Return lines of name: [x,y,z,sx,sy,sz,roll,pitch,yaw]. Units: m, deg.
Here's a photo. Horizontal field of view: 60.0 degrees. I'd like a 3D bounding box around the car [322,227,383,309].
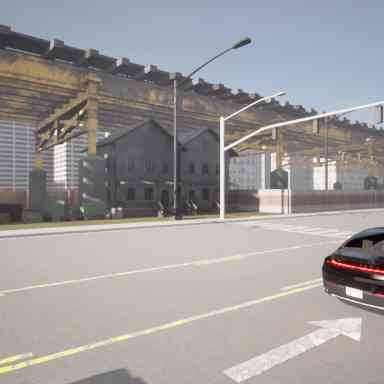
car: [4.801,1.505,7.184,4.892,1.490,1.837,0,0,-35]
